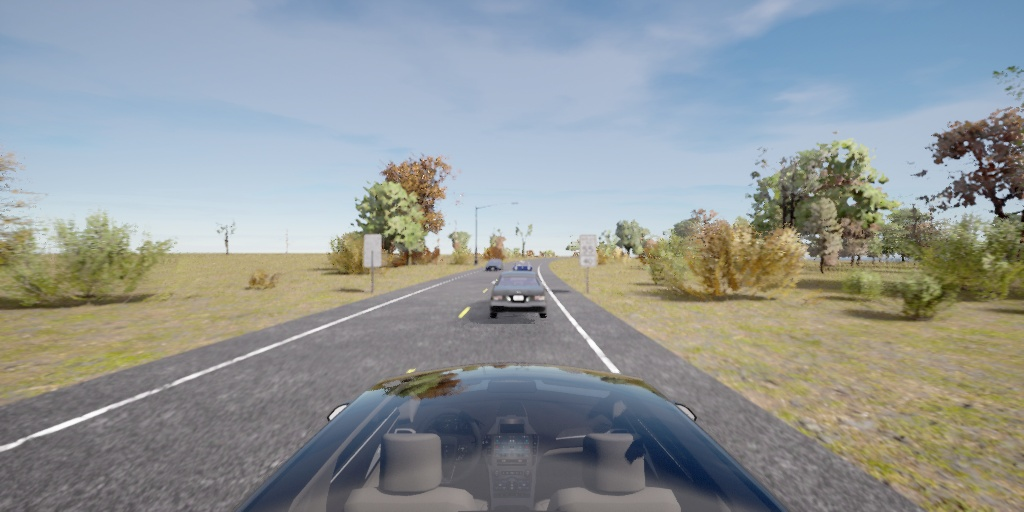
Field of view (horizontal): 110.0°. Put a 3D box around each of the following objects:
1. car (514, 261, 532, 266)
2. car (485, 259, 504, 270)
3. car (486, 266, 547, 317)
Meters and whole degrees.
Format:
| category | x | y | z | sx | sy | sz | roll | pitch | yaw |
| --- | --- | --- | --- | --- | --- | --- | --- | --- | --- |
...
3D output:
| category | x | y | z | sx | sy | sz | roll | pitch | yaw |
| --- | --- | --- | --- | --- | --- | --- | --- | --- | --- |
| car | 1.090 | 1.171 | 35.423 | 1.895 | 1.301 | 4.718 | 0 | 0 | 3 |
| car | -2.033 | 1.073 | 43.538 | 2.033 | 1.411 | 5.357 | 0 | 0 | 4 |
| car | 0.233 | 1.241 | 12.835 | 2.033 | 1.411 | 5.357 | 0 | 0 | 1 |
